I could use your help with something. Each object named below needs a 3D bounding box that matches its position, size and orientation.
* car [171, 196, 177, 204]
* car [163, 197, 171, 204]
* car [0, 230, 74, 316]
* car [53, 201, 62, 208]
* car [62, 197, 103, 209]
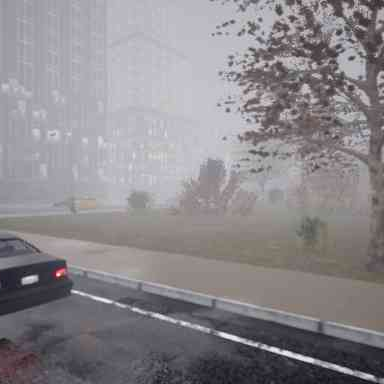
[{"bbox_3d":[-1.058,1.446,62.116,1.882,1.535,5.008,-1,-1,37],"label":"car"},{"bbox_3d":[-3.589,1.531,64.156,1.812,1.442,4.674,-1,-1,37],"label":"car"},{"bbox_3d":[-4.769,1.523,7.075,5.357,1.411,2.033,0,0,36],"label":"car"},{"bbox_3d":[-16.967,1.457,46.559,1.882,1.535,5.008,-1,-1,37],"label":"car"},{"bbox_3d":[-14.339,1.420,44.650,1.882,1.535,5.008,-1,-1,37],"label":"car"}]
